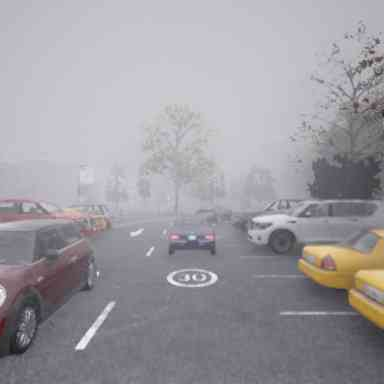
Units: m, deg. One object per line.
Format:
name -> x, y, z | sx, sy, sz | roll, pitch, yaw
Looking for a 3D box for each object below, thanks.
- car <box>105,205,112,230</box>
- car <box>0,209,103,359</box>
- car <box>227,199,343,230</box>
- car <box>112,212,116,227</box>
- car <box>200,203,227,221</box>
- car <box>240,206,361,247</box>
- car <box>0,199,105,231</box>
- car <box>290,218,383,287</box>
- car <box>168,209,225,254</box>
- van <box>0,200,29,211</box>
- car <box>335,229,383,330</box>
car -> -7.188, 1.632, 17.889 | 5.008, 1.535, 2.097 | 0, -1, 0
car -> -3.342, 1.372, 6.072 | 2.097, 1.767, 4.553 | 0, 0, 0
car -> 5.043, 1.396, 18.813 | 5.566, 2.045, 2.435 | 0, -1, 0
car -> -7.175, 1.556, 20.926 | 4.553, 1.767, 2.185 | 0, -1, 0
car -> 2.062, 1.832, 27.487 | 2.128, 1.511, 4.902 | -1, -2, 31
car -> 5.077, 1.605, 16.140 | 4.892, 1.521, 2.231 | 0, -1, 0
car -> -7.151, 1.334, 14.975 | 5.566, 2.045, 2.435 | 0, -1, 0
car -> 5.280, 1.506, 7.632 | 5.366, 1.575, 1.946 | 0, 0, 0
car -> 0.013, 1.638, 13.839 | 2.033, 1.411, 5.357 | 0, -1, 0
van -> -7.058, 1.294, 8.783 | 4.442, 1.987, 1.878 | 0, 0, 0
car -> 5.279, 1.490, 4.970 | 5.366, 1.575, 1.946 | 0, 0, 0
